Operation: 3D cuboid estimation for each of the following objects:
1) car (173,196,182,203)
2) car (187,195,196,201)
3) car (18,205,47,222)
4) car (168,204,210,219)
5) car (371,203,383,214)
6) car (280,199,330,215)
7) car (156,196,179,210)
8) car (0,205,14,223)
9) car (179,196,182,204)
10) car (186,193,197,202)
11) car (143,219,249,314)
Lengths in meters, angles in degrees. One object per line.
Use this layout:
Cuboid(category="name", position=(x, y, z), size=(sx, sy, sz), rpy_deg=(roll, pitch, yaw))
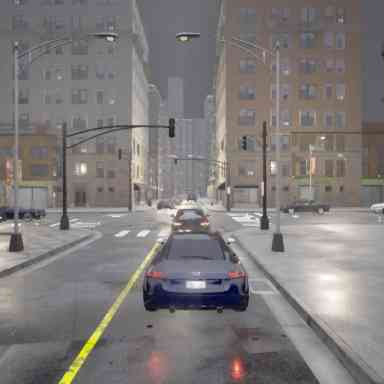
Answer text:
Cuboid(category="car", position=(-3.058, 1.545, 71.472), size=(1.837, 1.490, 4.892), rpy_deg=(0, 0, 0))
Cuboid(category="car", position=(-0.103, 1.584, 86.624), size=(2.128, 1.511, 4.902), rpy_deg=(0, 0, 0))
Cuboid(category="car", position=(-14.150, 1.648, 26.379), size=(4.718, 1.301, 1.895), rpy_deg=(0, 0, 0))
Cuboid(category="car", position=(-0.085, 1.525, 16.469), size=(1.812, 1.442, 4.674), rpy_deg=(0, 0, -1))
Cuboid(category="car", position=(20.423, 1.438, 33.289), size=(4.674, 1.442, 1.812), rpy_deg=(0, 0, -1))
Cuboid(category="car", position=(11.161, 1.450, 33.236), size=(4.892, 1.490, 1.837), rpy_deg=(0, 0, 0))
Cuboid(category="car", position=(-3.228, 1.562, 42.319), size=(2.033, 1.411, 5.357), rpy_deg=(0, 0, 4))
Cuboid(category="car", position=(-15.221, 1.616, 23.124), size=(4.181, 1.385, 1.994), rpy_deg=(0, 0, 0))
Cuboid(category="car", position=(-3.097, 1.383, 56.433), size=(2.097, 1.767, 4.553), rpy_deg=(0, 0, 0))
Cuboid(category="car", position=(-0.070, 1.275, 76.236), size=(2.150, 2.045, 5.566), rpy_deg=(0, 0, 0))
Cuboid(category="car", position=(0.084, 1.564, 7.725), size=(1.994, 1.385, 4.181), rpy_deg=(0, 0, 0))
